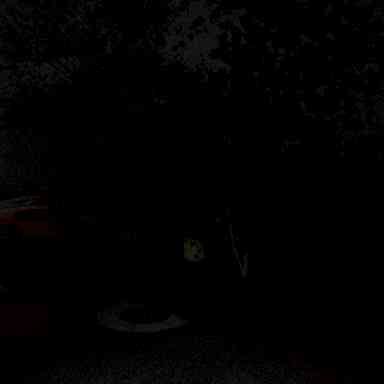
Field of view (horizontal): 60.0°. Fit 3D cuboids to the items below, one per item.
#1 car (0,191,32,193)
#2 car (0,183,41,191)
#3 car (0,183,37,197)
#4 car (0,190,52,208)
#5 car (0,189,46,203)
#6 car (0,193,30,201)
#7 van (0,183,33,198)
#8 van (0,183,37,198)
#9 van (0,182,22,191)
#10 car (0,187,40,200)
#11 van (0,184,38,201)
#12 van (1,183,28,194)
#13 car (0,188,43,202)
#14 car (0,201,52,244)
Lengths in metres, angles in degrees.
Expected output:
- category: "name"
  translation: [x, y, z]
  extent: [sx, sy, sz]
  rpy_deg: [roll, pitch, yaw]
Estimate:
- category: "car"
  translation: [-12.248, 0.943, 24.584]
  extent: [5.366, 1.575, 1.946]
  rpy_deg: [1, 2, -30]
- category: "car"
  translation: [-14.779, 0.487, 29.501]
  extent: [5.566, 2.045, 2.435]
  rpy_deg: [1, 2, -30]
- category: "car"
  translation: [-27.090, -0.332, 51.156]
  extent: [5.566, 2.045, 2.435]
  rpy_deg: [1, 1, -30]
- category: "car"
  translation: [-16.199, 0.661, 31.889]
  extent: [4.792, 1.488, 2.163]
  rpy_deg: [1, 2, -30]
- category: "car"
  translation: [-18.936, 0.455, 36.846]
  extent: [4.792, 1.488, 2.163]
  rpy_deg: [1, 2, -29]
- category: "car"
  translation: [-8.030, 1.135, 17.567]
  extent: [4.553, 1.767, 2.185]
  rpy_deg: [1, 2, -30]
- category: "van"
  translation: [-25.805, -0.226, 48.703]
  extent: [4.442, 1.987, 1.878]
  rpy_deg: [1, 1, -30]
- category: "van"
  translation: [-24.239, -0.142, 46.408]
  extent: [4.442, 1.987, 1.878]
  rpy_deg: [1, 1, -30]
- category: "van"
  translation: [-42.228, -1.208, 77.742]
  extent: [4.442, 1.987, 1.878]
  rpy_deg: [1, 1, -30]
- category: "car"
  translation: [-22.979, 0.164, 43.947]
  extent: [5.008, 1.535, 2.097]
  rpy_deg: [1, 1, -30]
- category: "van"
  translation: [-21.700, 0.021, 41.463]
  extent: [4.442, 1.987, 1.878]
  rpy_deg: [1, 1, -30]
- category: "van"
  translation: [-33.842, -0.715, 63.389]
  extent: [4.442, 1.987, 1.878]
  rpy_deg: [1, 1, -30]
- category: "car"
  translation: [-20.234, 0.365, 39.142]
  extent: [4.792, 1.488, 2.163]
  rpy_deg: [1, 1, -30]
- category: "car"
  translation: [-6.702, 1.366, 15.141]
  extent: [5.008, 1.535, 2.097]
  rpy_deg: [1, 2, -30]
